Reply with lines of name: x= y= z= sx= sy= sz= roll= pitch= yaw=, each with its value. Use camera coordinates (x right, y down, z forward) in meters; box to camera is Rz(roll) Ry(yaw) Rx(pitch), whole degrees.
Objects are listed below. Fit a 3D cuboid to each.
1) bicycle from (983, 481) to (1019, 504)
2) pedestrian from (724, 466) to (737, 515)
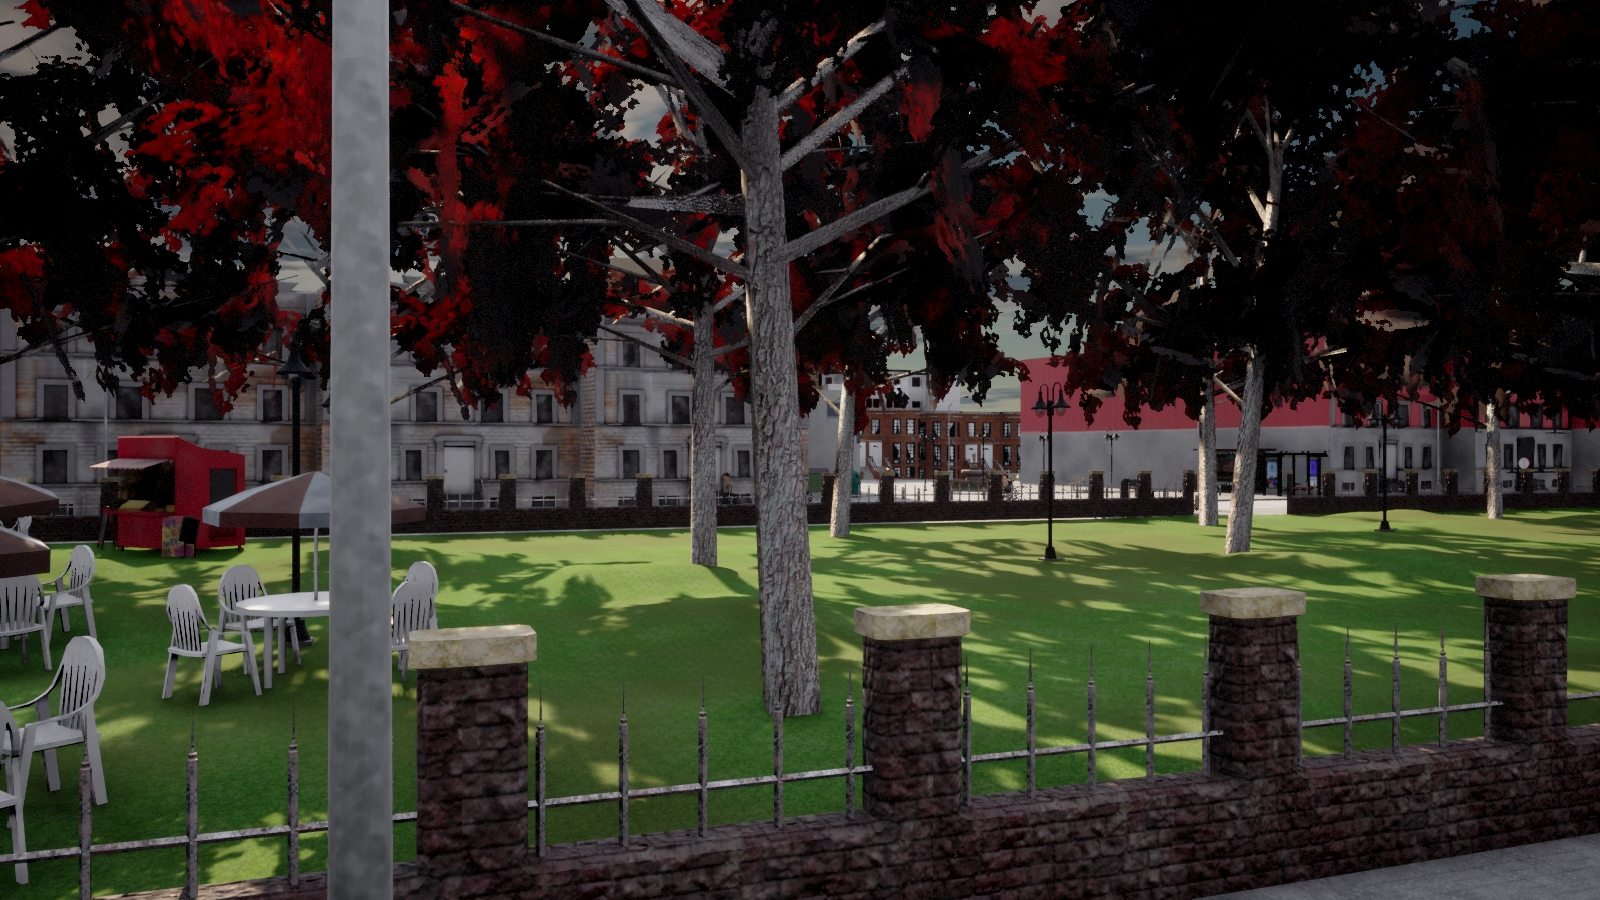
bicycle: x=9.792 y=2.047 z=55.600 sx=1.487 sy=1.080 sz=0.859 roll=0 pitch=0 yaw=-20
pedestrian: x=-2.643 y=1.528 z=43.449 sx=0.375 sy=1.860 sz=0.375 roll=0 pitch=0 yaw=-29
